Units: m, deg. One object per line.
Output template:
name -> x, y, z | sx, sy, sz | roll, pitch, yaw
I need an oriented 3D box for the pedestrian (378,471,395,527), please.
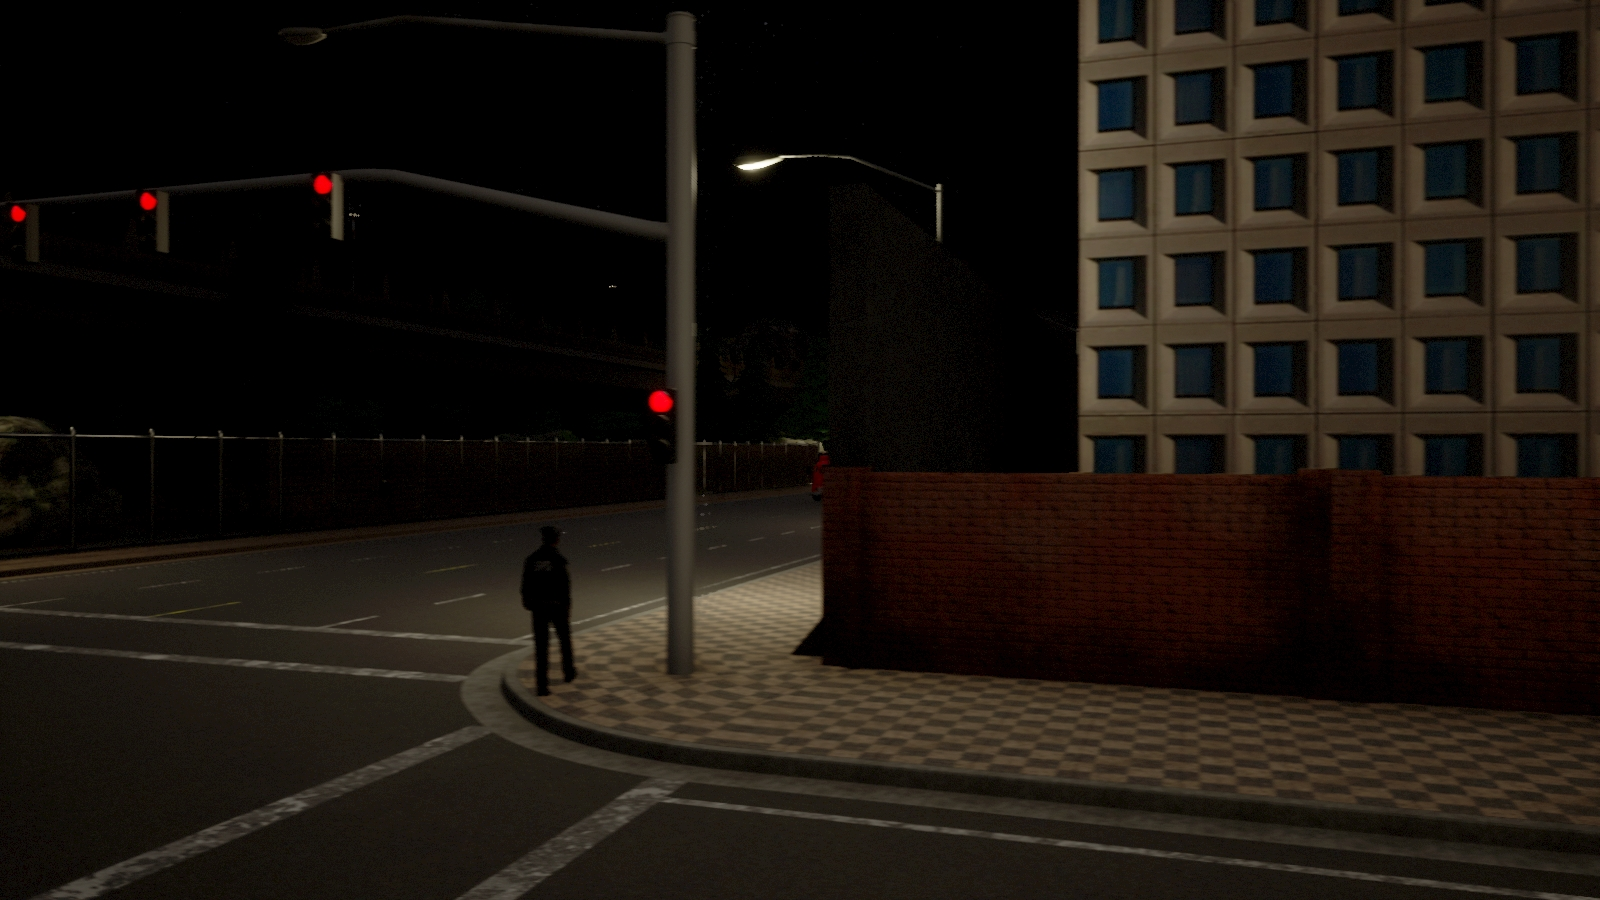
pedestrian -> -13.963, 1.648, 38.571 | 0.375, 1.860, 0.375 | 0, 0, 20

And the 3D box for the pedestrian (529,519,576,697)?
pedestrian -> -2.652, 1.678, 12.260 | 0.375, 1.860, 0.375 | 0, 0, 8
